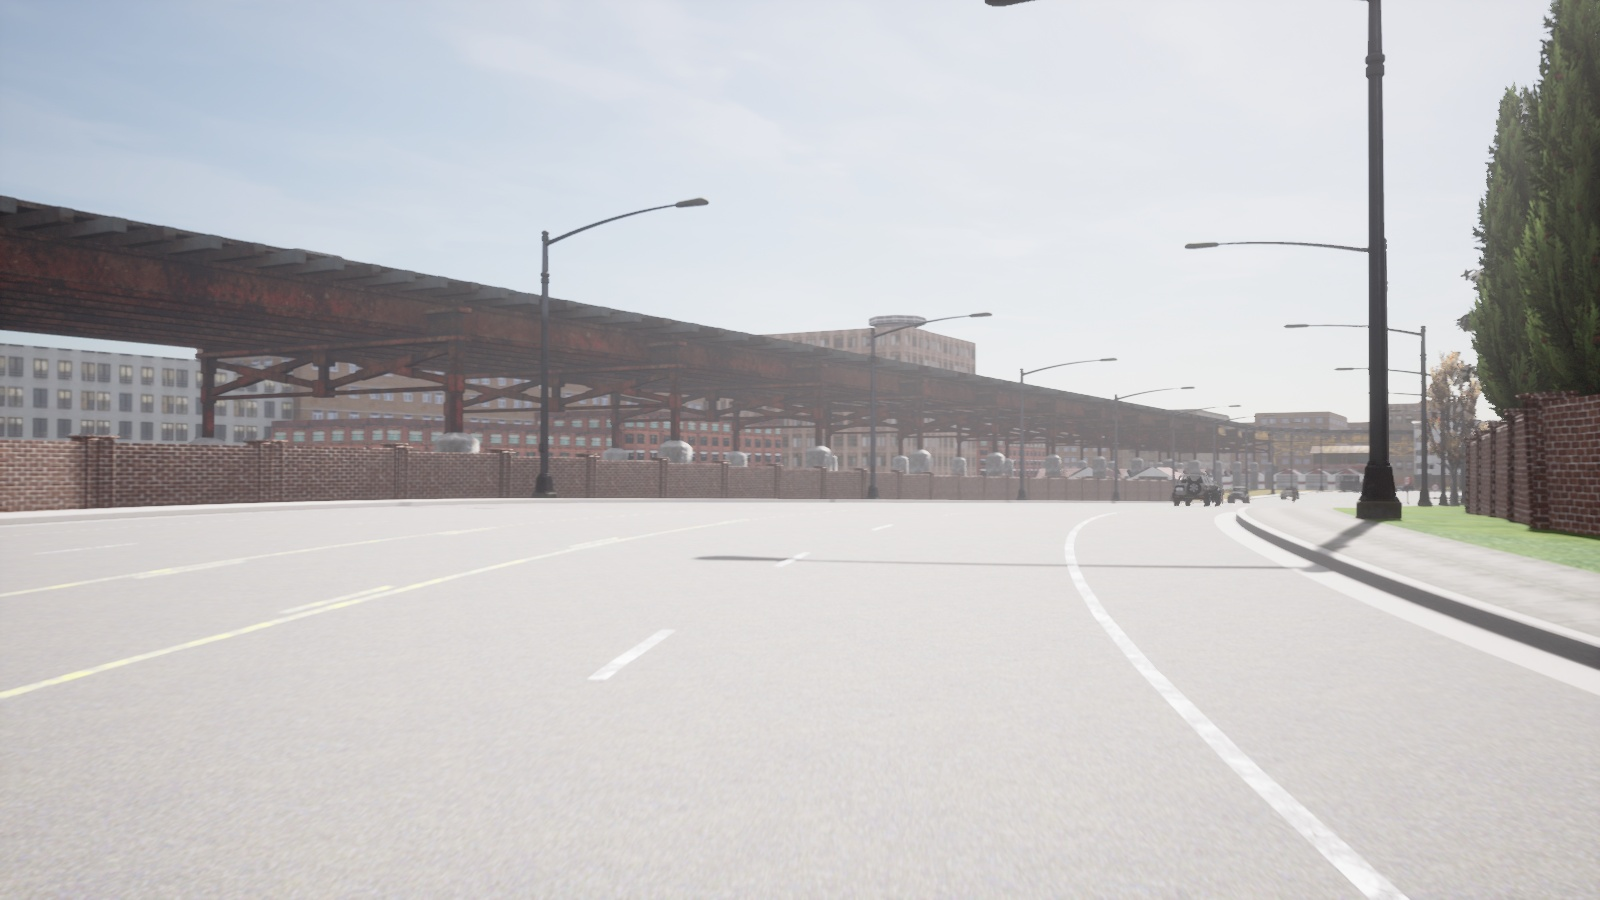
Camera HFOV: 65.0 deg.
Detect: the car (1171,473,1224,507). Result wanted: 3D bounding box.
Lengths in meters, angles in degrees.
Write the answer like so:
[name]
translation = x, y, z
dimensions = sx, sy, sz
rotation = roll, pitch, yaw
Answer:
[car]
translation = 22.269, 2.259, 70.253
dimensions = 1.932, 1.855, 4.605
rotation = 0, -3, 29
